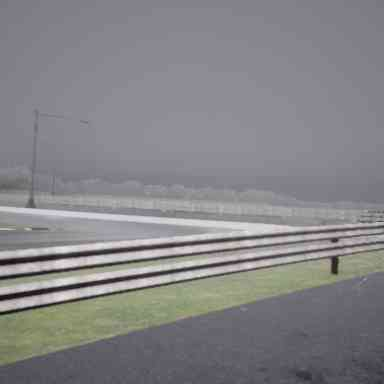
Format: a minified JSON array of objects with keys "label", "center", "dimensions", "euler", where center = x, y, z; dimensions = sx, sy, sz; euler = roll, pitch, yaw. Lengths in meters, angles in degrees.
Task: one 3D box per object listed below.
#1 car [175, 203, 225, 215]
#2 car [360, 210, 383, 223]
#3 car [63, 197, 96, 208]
[{"label":"car","center":[0.852,1.779,32.305],"dimensions":[4.718,1.301,1.895],"euler":[2,-2,16]},{"label":"car","center":[17.244,2.355,28.769],"dimensions":[4.892,1.490,1.837],"euler":[2,-1,9]},{"label":"car","center":[-14.529,1.339,42.899],"dimensions":[4.674,1.442,1.812],"euler":[2,-2,27]}]
